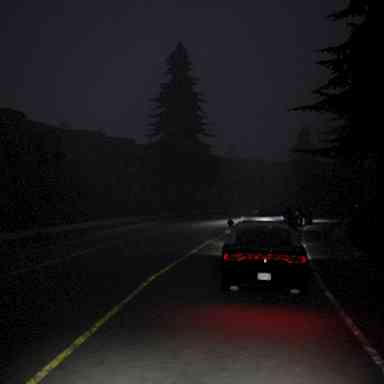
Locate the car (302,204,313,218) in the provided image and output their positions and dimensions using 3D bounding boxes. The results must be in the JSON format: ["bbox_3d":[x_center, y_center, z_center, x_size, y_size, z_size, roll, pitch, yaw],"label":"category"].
[{"bbox_3d":[7.061,1.503,22.934,1.837,1.490,4.892,0,0,30],"label":"car"}]

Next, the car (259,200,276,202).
[{"bbox_3d":[6.752,1.488,30.009,2.128,1.511,4.902,0,0,37],"label":"car"}]

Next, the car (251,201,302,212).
[{"bbox_3d":[4.574,1.476,17.856,1.882,1.535,5.008,0,0,23],"label":"car"}]

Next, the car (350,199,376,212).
[{"bbox_3d":[20.242,1.559,38.666,4.181,1.385,1.994,0,0,-34],"label":"car"}]

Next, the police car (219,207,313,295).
[{"bbox_3d":[1.883,1.424,8.951,1.930,1.638,5.238,0,0,11],"label":"police car"}]
